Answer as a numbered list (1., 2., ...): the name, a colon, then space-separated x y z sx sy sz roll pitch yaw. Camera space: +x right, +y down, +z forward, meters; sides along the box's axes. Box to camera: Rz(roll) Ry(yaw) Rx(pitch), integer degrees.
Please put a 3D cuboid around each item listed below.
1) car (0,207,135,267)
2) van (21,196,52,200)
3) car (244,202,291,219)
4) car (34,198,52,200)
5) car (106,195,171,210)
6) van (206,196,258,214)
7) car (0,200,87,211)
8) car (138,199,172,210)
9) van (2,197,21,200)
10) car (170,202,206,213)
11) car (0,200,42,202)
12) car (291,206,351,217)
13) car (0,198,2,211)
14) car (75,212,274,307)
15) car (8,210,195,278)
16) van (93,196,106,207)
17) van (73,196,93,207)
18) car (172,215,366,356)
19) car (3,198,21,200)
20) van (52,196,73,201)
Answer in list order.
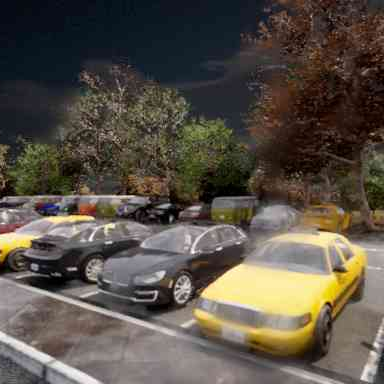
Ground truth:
1. car: -4.679 1.513 11.322 1.946 1.575 5.366 0 0 36
2. van: -14.931 1.396 34.841 1.878 1.987 4.442 -1 -1 36
3. car: 5.292 1.551 20.501 2.002 1.452 4.674 0 0 36
4. car: -12.605 1.573 33.325 2.097 1.535 5.008 -1 -1 36
5. car: -3.735 1.278 26.929 2.435 2.045 5.566 0 0 36
6. van: 3.105 1.290 22.207 1.878 1.987 4.442 0 0 36
7. car: -6.846 1.395 13.065 2.185 1.767 4.553 0 0 36
8. car: -1.368 1.524 25.262 2.097 1.535 5.008 0 0 36
9. van: -19.297 1.494 38.257 1.878 1.987 4.442 -1 -1 36
10. car: 0.887 1.560 23.651 2.002 1.452 4.674 0 0 36
11. car: -9.103 1.400 14.681 2.185 1.767 4.553 0 0 36
12. car: 7.640 1.507 18.809 2.097 1.535 5.008 0 0 36
13. car: -28.390 1.790 44.588 2.185 1.767 4.553 -1 -1 36
14. car: -0.053 1.509 8.245 2.231 1.521 4.892 0 0 36
15. car: -2.317 1.513 9.851 2.231 1.521 4.892 0 0 36
16. van: -5.902 1.307 28.661 1.878 1.987 4.442 0 0 36
17. van: -8.053 1.312 30.201 1.878 1.987 4.442 0 0 36
18. car: 2.092 1.500 6.472 1.946 1.575 5.366 0 0 36
19. car: -17.217 1.668 36.396 1.946 1.575 5.366 -1 -1 36
20. van: -10.548 1.316 31.702 1.878 1.987 4.442 -1 0 36
